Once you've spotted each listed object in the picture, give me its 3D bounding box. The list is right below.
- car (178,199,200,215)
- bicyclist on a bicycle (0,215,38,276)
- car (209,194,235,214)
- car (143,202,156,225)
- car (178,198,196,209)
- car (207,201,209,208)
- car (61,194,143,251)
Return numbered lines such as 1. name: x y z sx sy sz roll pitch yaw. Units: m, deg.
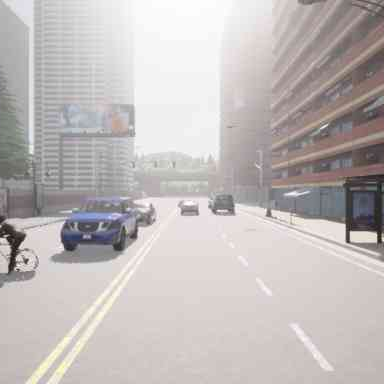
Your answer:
1. car: -0.207 1.547 34.420 2.033 1.411 5.357 0 0 0
2. bicyclist on a bicycle: -5.047 1.455 9.102 1.656 1.620 0.582 -2 0 0
3. car: 3.293 1.221 35.879 2.150 2.045 5.566 0 0 0
4. car: -3.707 1.491 24.158 2.128 1.511 4.902 0 0 0
5. car: -0.809 1.601 47.756 1.895 1.301 4.718 0 0 -9
6. car: 3.173 1.547 46.065 2.033 1.411 5.357 0 0 0
7. car: -3.698 1.222 14.413 2.150 2.045 5.566 0 0 0
